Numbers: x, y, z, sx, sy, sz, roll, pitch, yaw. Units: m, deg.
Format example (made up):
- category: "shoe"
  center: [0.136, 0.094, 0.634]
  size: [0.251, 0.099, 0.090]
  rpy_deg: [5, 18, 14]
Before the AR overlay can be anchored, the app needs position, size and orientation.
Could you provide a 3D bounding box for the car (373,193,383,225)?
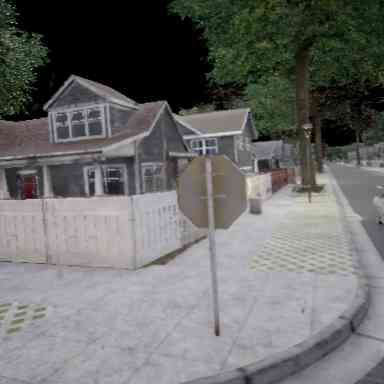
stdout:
- category: "car"
  center: [6.360, 0.536, 9.256]
  size: [1.895, 1.301, 4.718]
  rpy_deg: [-2, 4, 22]
